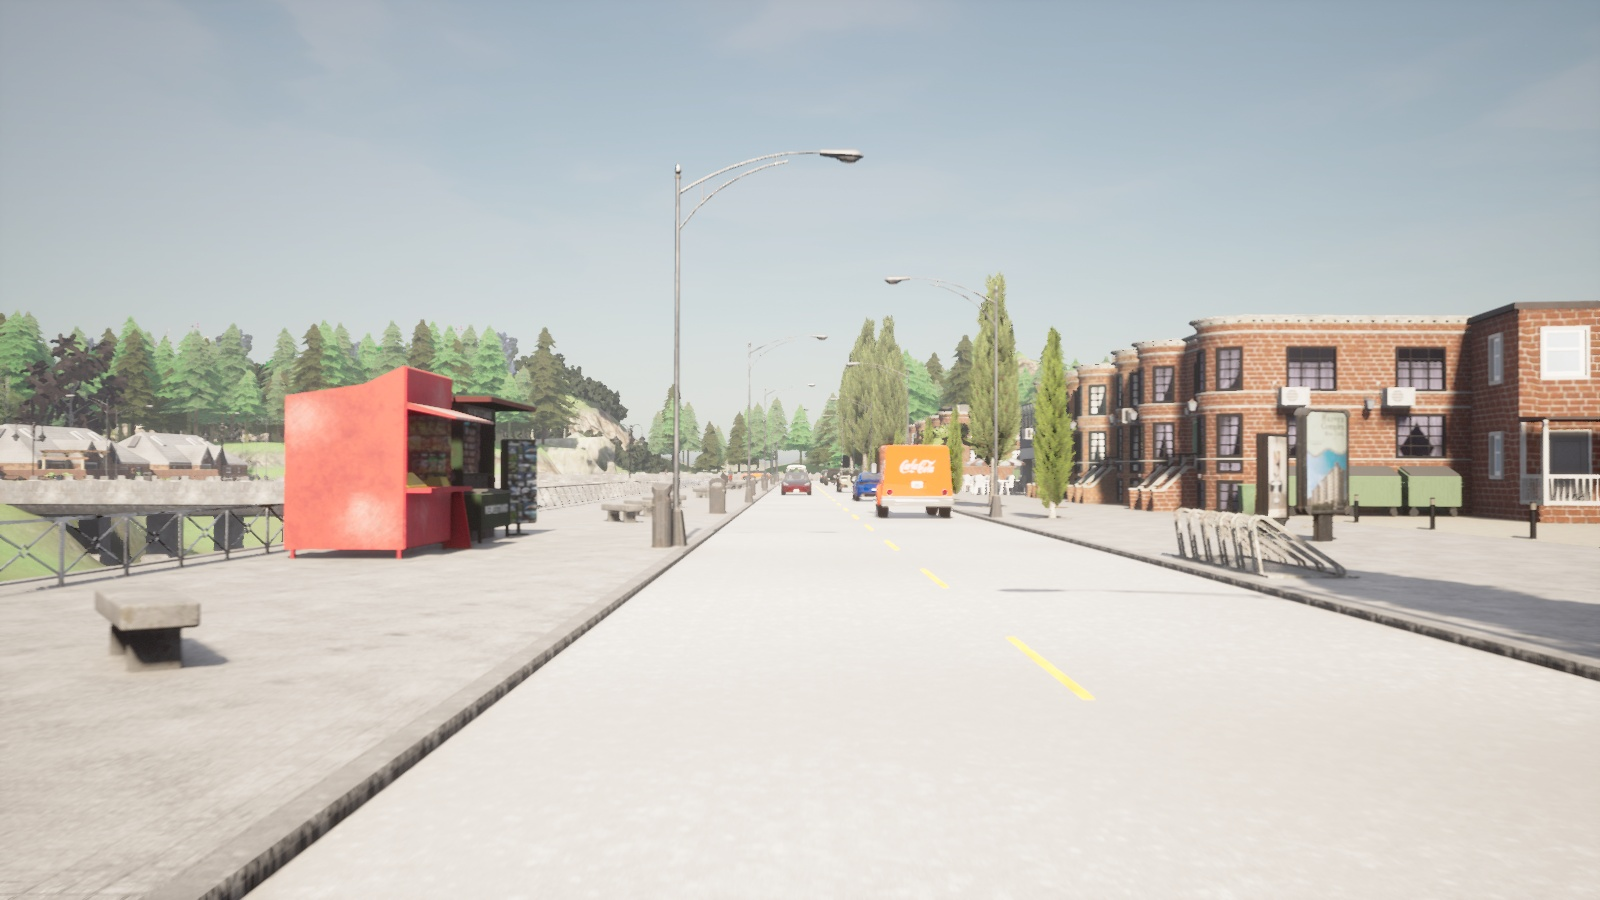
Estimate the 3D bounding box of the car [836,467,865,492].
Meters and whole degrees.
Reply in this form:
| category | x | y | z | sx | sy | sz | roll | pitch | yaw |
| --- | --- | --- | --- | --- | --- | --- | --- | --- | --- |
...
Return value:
| category | x | y | z | sx | sy | sz | roll | pitch | yaw |
| --- | --- | --- | --- | --- | --- | --- | --- | --- | --- |
| car | 3.755 | 2.187 | 93.806 | 1.932 | 1.855 | 4.605 | 0 | -1 | 0 |

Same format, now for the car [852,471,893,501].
| category | x | y | z | sx | sy | sz | roll | pitch | yaw |
| --- | --- | --- | --- | --- | --- | --- | --- | --- | --- |
| car | 3.825 | 1.903 | 67.243 | 1.882 | 1.535 | 5.008 | 0 | -1 | 0 |

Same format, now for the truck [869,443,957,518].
| category | x | y | z | sx | sy | sz | roll | pitch | yaw |
| --- | --- | --- | --- | --- | --- | --- | --- | --- | --- |
| truck | 3.882 | 1.053 | 44.234 | 2.627 | 2.467 | 5.204 | 0 | -1 | 0 |

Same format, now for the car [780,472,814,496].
| category | x | y | z | sx | sy | sz | roll | pitch | yaw |
| --- | --- | --- | --- | --- | --- | --- | --- | --- | --- |
| car | -0.211 | 2.178 | 81.404 | 2.163 | 1.488 | 4.792 | 0 | -1 | 0 |
